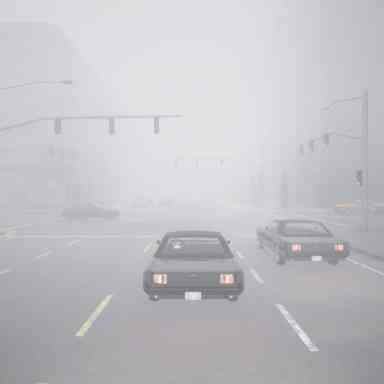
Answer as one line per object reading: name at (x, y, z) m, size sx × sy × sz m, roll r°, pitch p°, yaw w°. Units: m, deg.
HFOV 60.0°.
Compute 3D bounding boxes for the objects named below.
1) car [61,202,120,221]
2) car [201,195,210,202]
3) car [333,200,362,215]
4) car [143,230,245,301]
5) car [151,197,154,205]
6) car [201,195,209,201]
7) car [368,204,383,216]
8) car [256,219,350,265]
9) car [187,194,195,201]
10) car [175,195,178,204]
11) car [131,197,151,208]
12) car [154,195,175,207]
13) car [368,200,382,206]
car at (-8.222, 1.552, 27.089) m, size 4.674 × 1.442 × 1.812 m, roll 0°, pitch 0°, yaw 0°
car at (3.248, 1.595, 77.408) m, size 1.895 × 1.301 × 4.718 m, roll 0°, pitch 0°, yaw 1°
car at (17.189, 1.533, 34.278) m, size 5.008 × 1.535 × 1.882 m, roll 0°, pitch 0°, yaw 0°
car at (0.038, 1.601, 8.267) m, size 1.895 × 1.301 × 4.718 m, roll 0°, pitch 0°, yaw 0°
car at (-7.516, 1.547, 58.421) m, size 2.033 × 1.411 × 5.357 m, roll 0°, pitch 0°, yaw 0°
car at (3.343, 1.552, 87.383) m, size 1.994 × 1.385 × 4.181 m, roll 0°, pitch 0°, yaw 1°
car at (3.593, 1.221, 1.903) m, size 2.150 × 2.045 × 5.566 m, roll 0°, pitch 0°, yaw 0°
car at (3.542, 1.601, 11.655) m, size 1.895 × 1.301 × 4.718 m, roll 0°, pitch 0°, yaw 0°
car at (-0.159, 1.355, 87.252) m, size 2.097 × 1.767 × 4.553 m, roll 0°, pitch 0°, yaw 1°
car at (-3.984, 1.504, 60.106) m, size 1.837 × 1.490 × 4.892 m, roll 0°, pitch 0°, yaw 1°
car at (-7.547, 1.505, 47.854) m, size 1.837 × 1.490 × 4.892 m, roll 0°, pitch 0°, yaw 0°
car at (-4.065, 1.547, 50.263) m, size 2.033 × 1.411 × 5.357 m, roll 0°, pitch 0°, yaw 0°
car at (19.254, 1.547, 30.777) m, size 4.902 × 1.511 × 2.128 m, roll 0°, pitch 0°, yaw 0°
